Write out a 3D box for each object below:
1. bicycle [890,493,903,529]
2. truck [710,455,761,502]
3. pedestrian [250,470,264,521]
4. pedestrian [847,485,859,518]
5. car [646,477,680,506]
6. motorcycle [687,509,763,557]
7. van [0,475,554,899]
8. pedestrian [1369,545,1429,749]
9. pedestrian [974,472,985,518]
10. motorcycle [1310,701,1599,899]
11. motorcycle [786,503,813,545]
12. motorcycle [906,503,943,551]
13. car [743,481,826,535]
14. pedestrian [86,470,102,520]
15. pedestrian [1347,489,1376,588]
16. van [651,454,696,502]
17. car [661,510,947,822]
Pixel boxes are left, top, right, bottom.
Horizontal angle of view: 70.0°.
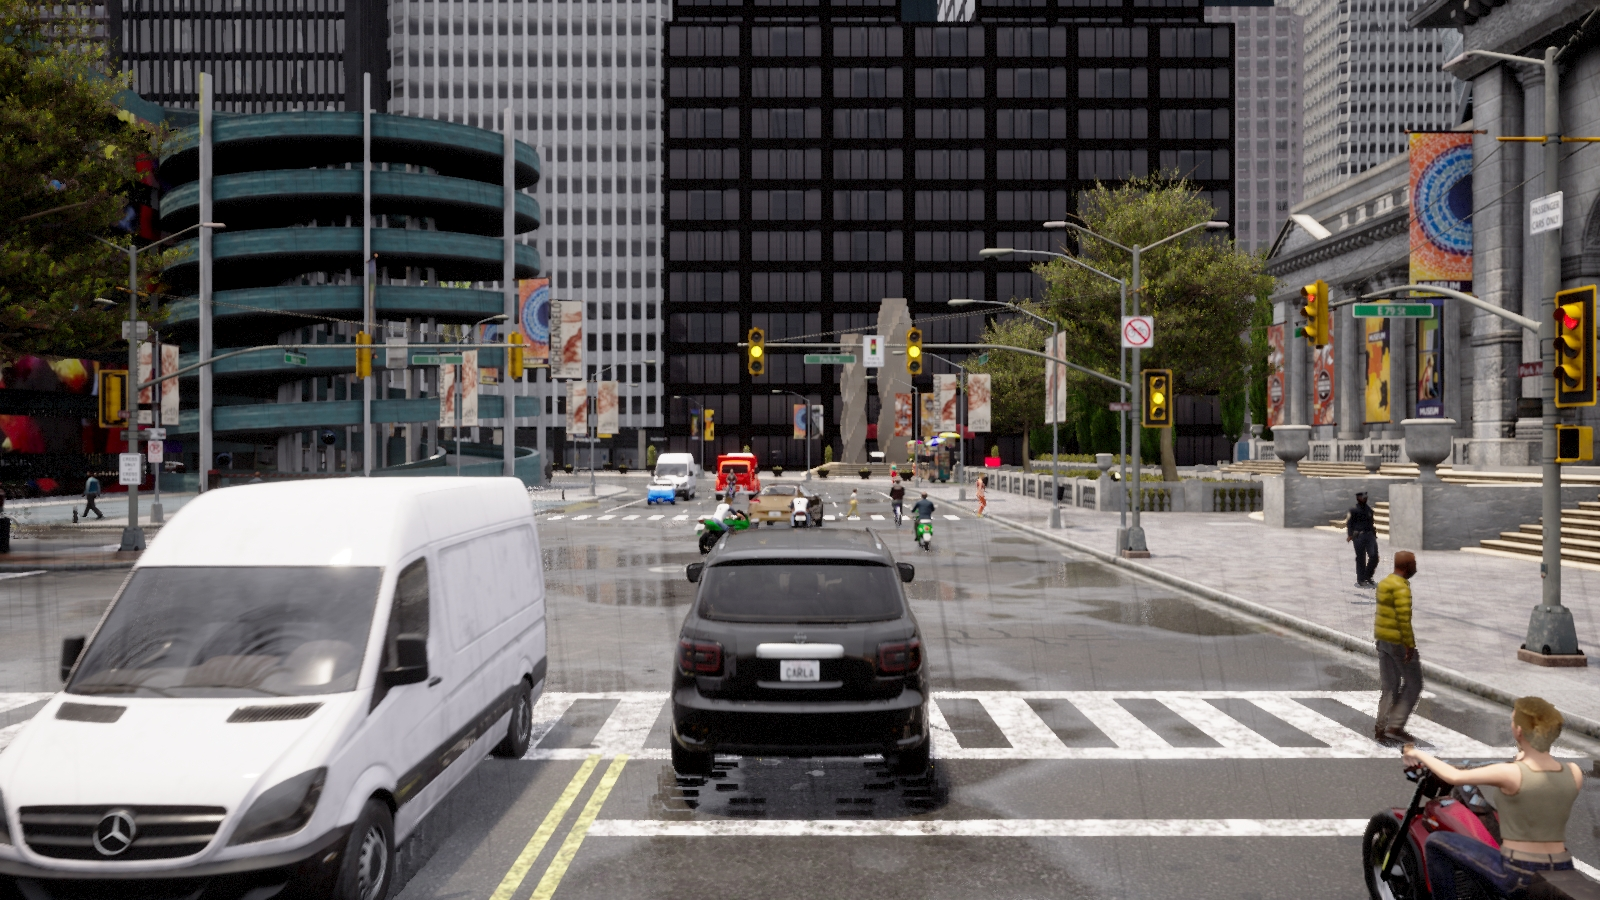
[{"bbox_3d":[3.500,2.194,41.377,0.329,1.171,1.835,0,0,0],"label":"bicycle"},{"bbox_3d":[-3.541,1.543,64.074,2.627,2.467,5.204,0,0,-1],"label":"truck"},{"bbox_3d":[-20.030,1.680,42.127,0.375,1.860,0.375,0,0,-7],"label":"pedestrian"},{"bbox_3d":[2.188,2.111,46.903,0.375,1.300,0.375,0,0,-17],"label":"pedestrian"},{"bbox_3d":[-6.988,2.098,58.266,1.481,1.376,2.207,0,0,0],"label":"car"},{"bbox_3d":[-1.993,2.201,30.659,0.803,1.145,2.033,0,0,42],"label":"motorcycle"},{"bbox_3d":[-3.507,1.531,8.706,1.988,2.561,5.915,0,0,0],"label":"van"},{"bbox_3d":[5.646,1.844,10.778,0.375,1.860,0.375,0,0,0],"label":"pedestrian"},{"bbox_3d":[7.272,1.831,46.367,0.375,1.860,0.375,0,0,-5],"label":"pedestrian"},{"bbox_3d":[3.495,2.167,5.793,0.764,1.277,2.356,0,0,0],"label":"motorcycle"},{"bbox_3d":[-0.007,2.199,34.441,0.803,1.145,2.033,0,0,0],"label":"motorcycle"},{"bbox_3d":[3.522,2.169,32.385,0.856,1.236,1.805,0,0,0],"label":"motorcycle"},{"bbox_3d":[-0.457,1.976,40.282,2.152,1.651,5.027,0,0,8],"label":"car"},{"bbox_3d":[-26.635,1.682,43.103,0.375,1.860,0.375,0,0,12],"label":"pedestrian"},{"bbox_3d":[10.774,1.687,21.931,0.375,1.860,0.375,0,0,4],"label":"pedestrian"},{"bbox_3d":[-7.042,1.510,64.164,1.988,2.561,5.915,0,0,-1],"label":"van"},{"bbox_3d":[0.034,1.776,11.397,2.150,2.045,5.566,0,0,0],"label":"car"}]
